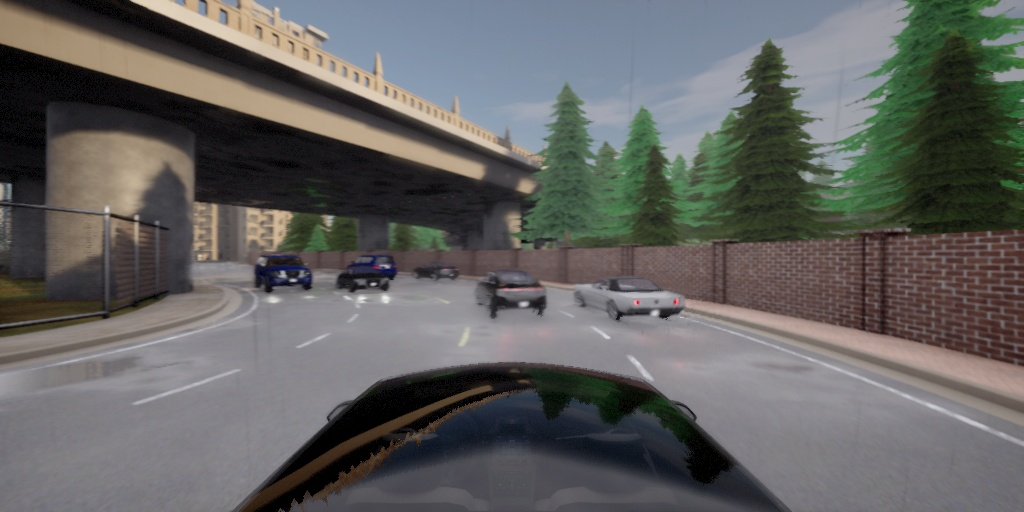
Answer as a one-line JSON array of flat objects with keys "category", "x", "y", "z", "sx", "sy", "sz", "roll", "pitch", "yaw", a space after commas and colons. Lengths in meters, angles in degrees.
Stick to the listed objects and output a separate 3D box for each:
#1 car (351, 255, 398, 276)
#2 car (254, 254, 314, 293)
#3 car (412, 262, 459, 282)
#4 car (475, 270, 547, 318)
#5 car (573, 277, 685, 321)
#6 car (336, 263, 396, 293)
[{"category": "car", "x": -11.419, "y": 0.936, "z": 28.987, "sx": 5.566, "sy": 2.045, "sz": 2.150, "roll": 0, "pitch": 0, "yaw": 42}, {"category": "car", "x": -13.420, "y": 0.925, "z": 20.918, "sx": 2.150, "sy": 2.045, "sz": 5.566, "roll": 1, "pitch": 0, "yaw": -43}, {"category": "car", "x": -6.177, "y": 1.226, "z": 28.642, "sx": 2.128, "sy": 1.511, "sz": 4.902, "roll": 0, "pitch": 0, "yaw": -43}, {"category": "car", "x": -0.203, "y": 1.245, "z": 13.157, "sx": 2.128, "sy": 1.511, "sz": 4.902, "roll": 0, "pitch": 0, "yaw": -13}, {"category": "car", "x": 3.761, "y": 1.370, "z": 12.617, "sx": 1.895, "sy": 1.301, "sz": 4.718, "roll": 0, "pitch": 0, "yaw": -10}, {"category": "car", "x": -8.544, "y": 1.287, "z": 20.451, "sx": 1.994, "sy": 1.385, "sz": 4.181, "roll": 0, "pitch": 0, "yaw": -39}]
